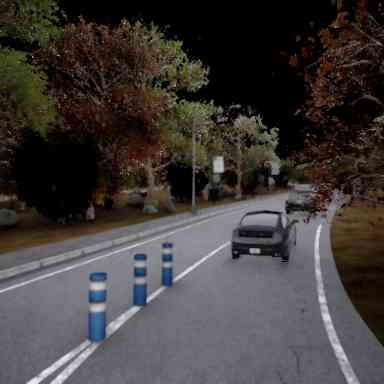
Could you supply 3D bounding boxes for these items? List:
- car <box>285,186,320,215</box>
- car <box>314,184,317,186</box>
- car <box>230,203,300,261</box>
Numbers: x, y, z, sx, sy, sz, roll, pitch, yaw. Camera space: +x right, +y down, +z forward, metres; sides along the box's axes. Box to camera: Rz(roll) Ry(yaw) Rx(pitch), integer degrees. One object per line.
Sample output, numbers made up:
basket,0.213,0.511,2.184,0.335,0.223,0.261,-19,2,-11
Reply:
car,8.589,0.673,25.693,2.097,1.767,4.553,-1,2,27
car,23.429,-0.836,61.527,2.033,1.411,5.357,0,2,25
car,2.730,1.423,12.155,1.837,1.490,4.892,0,2,21
